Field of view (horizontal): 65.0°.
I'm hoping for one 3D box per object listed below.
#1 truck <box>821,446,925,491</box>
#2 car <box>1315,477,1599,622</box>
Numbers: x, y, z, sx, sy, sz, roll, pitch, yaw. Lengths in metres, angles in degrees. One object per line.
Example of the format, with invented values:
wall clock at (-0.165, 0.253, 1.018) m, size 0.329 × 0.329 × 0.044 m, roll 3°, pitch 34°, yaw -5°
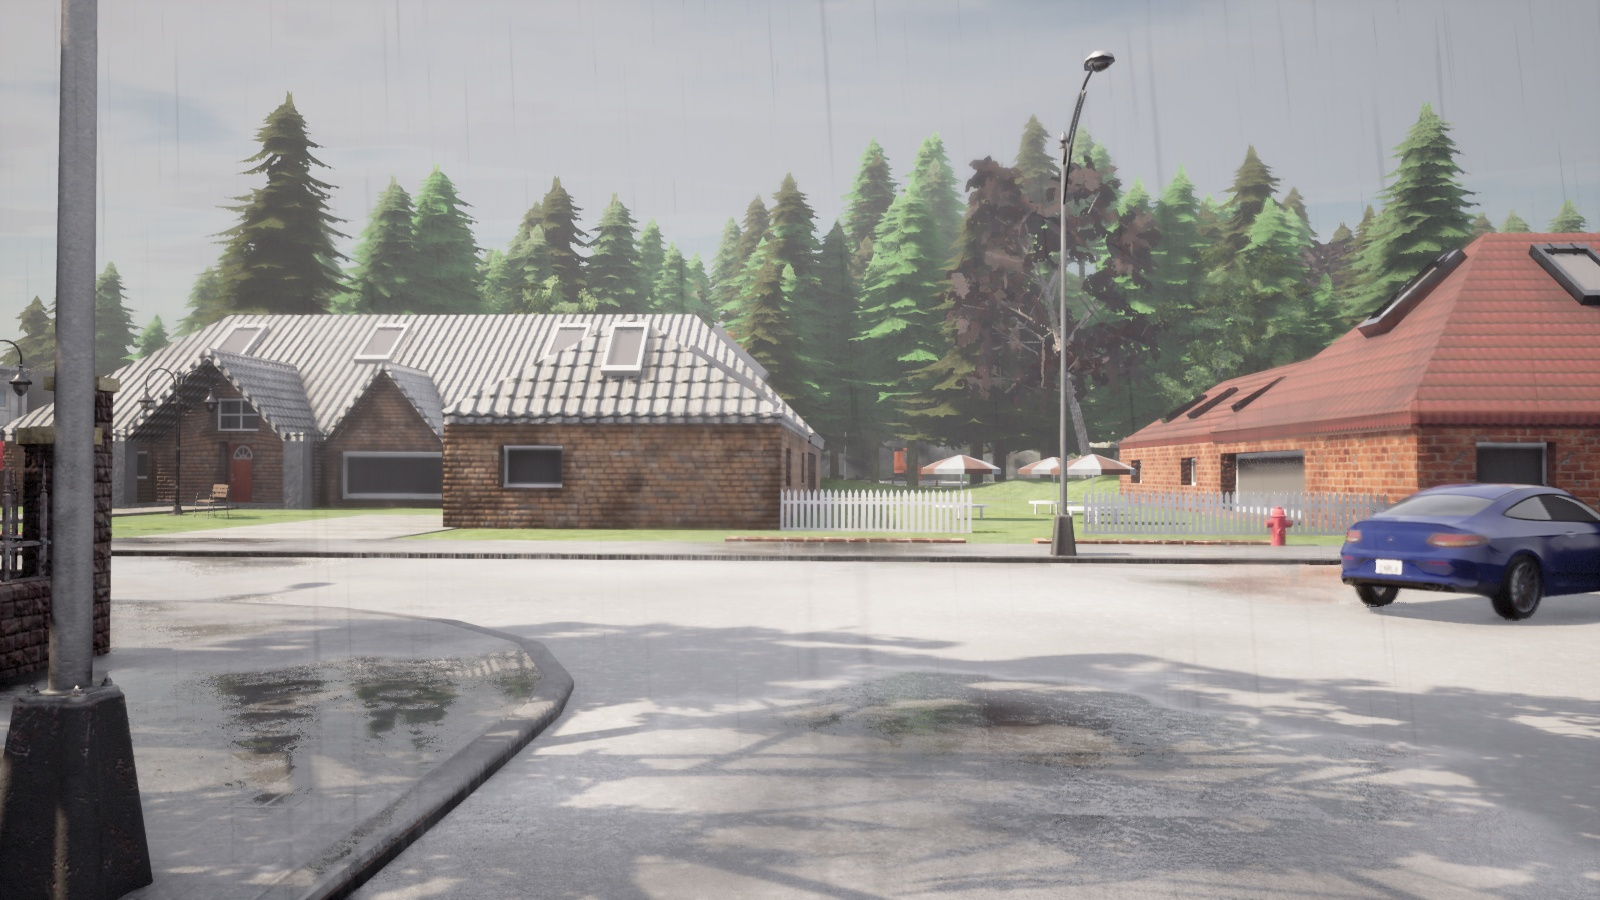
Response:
truck at (5.622, 1.447, 97.733) m, size 7.936 × 3.462 × 2.891 m, roll 0°, pitch -1°, yaw 2°
car at (8.325, 1.054, 14.740) m, size 4.674 × 1.442 × 1.812 m, roll 0°, pitch -2°, yaw -32°
